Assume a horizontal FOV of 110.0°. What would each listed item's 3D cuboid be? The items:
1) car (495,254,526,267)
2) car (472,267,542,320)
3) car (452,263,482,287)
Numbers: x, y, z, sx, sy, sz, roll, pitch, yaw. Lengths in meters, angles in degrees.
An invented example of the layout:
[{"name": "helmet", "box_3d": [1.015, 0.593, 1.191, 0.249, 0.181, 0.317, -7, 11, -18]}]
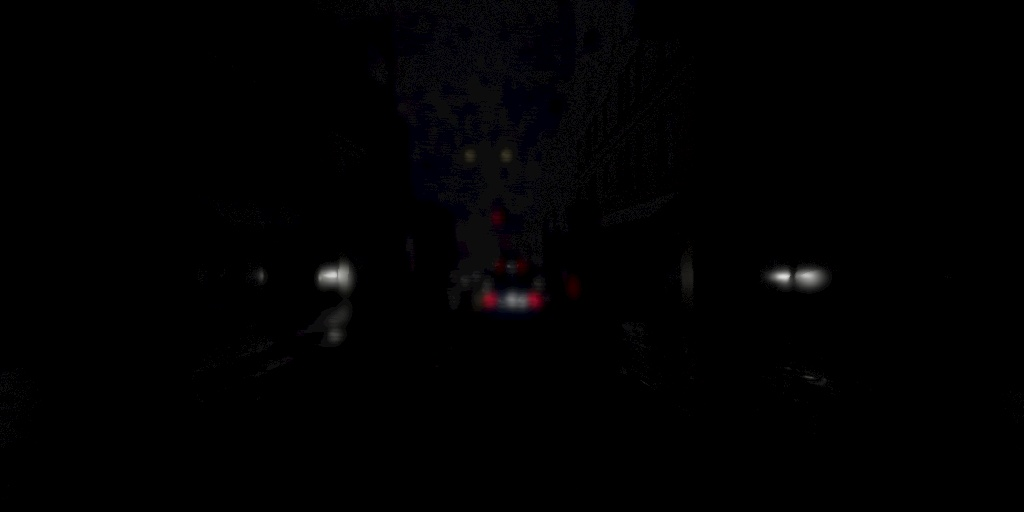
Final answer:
[{"name": "car", "box_3d": [-0.131, 0.880, 28.113, 2.150, 2.045, 5.566, 0, 0, -3]}, {"name": "car", "box_3d": [0.027, 1.279, 12.469, 2.033, 1.411, 5.357, 0, 0, 0]}, {"name": "car", "box_3d": [-2.784, 1.210, 23.792, 1.812, 1.442, 4.674, 0, 0, 1]}]
